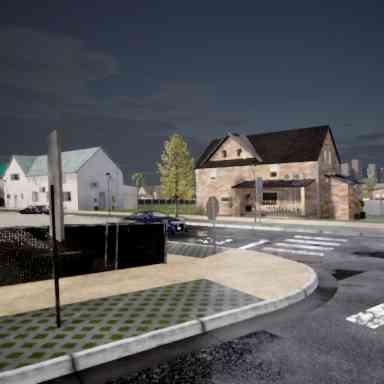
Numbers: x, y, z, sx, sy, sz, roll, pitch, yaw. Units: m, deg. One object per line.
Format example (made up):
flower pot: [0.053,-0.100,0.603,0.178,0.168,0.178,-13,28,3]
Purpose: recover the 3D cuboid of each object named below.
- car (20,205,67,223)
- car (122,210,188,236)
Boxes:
car: [-11.693,1.787,26.060,4.902,1.511,2.128,0,2,38]
car: [-2.257,1.761,18.817,4.181,1.385,1.994,-1,2,38]
